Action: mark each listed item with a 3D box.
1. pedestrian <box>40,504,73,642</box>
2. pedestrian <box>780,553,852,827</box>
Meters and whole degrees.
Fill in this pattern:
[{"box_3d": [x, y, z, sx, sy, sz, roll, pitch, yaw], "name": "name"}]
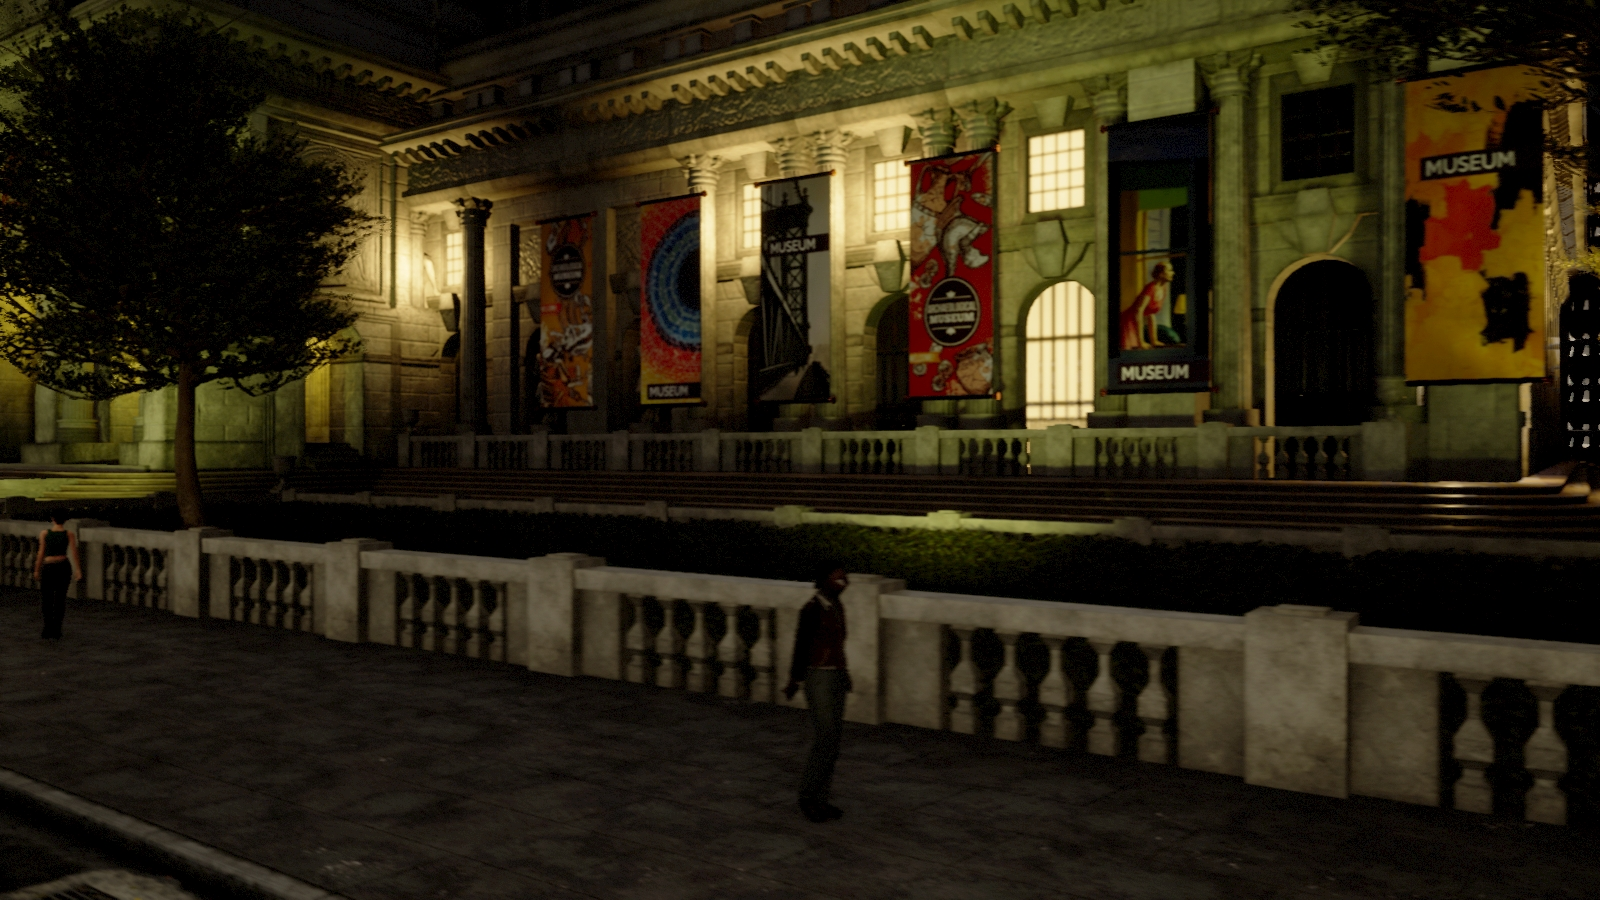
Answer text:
[{"box_3d": [-10.346, 1.698, 15.903, 0.375, 1.860, 0.375, 0, 0, -33], "name": "pedestrian"}, {"box_3d": [0.114, 1.696, 8.222, 0.375, 1.860, 0.375, 0, 0, 33], "name": "pedestrian"}]
